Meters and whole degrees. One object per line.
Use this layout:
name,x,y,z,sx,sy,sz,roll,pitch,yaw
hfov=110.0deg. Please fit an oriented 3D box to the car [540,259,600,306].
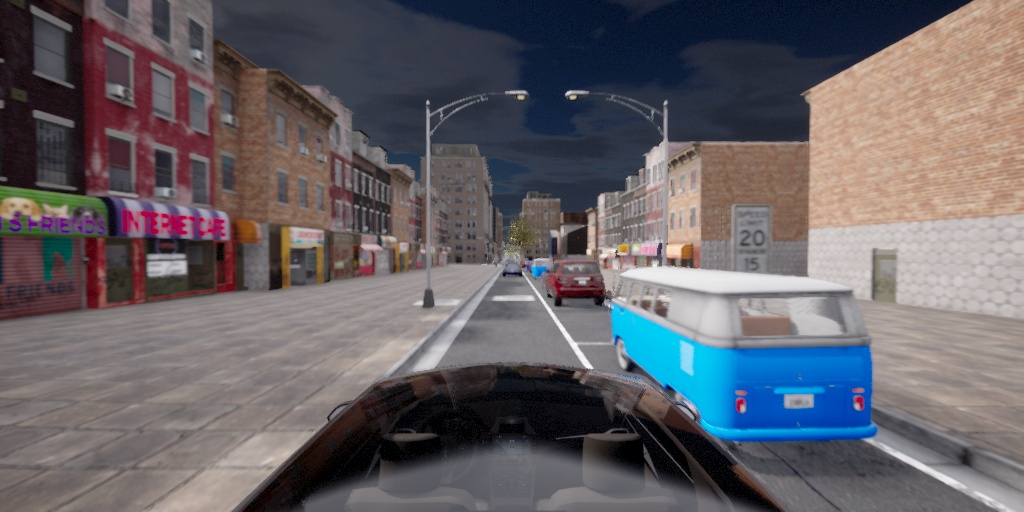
car,2.638,1.067,15.707,2.192,1.841,5.009,0,0,0

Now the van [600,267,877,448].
van,2.637,1.089,5.126,1.690,1.789,3.998,0,0,0

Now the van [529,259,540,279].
van,2.639,1.129,31.576,1.690,1.789,3.998,0,0,0

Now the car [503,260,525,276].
car,0.061,1.372,37.272,1.994,1.385,4.181,0,0,0

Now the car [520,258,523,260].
car,0.032,1.350,48.173,2.128,1.511,4.902,0,0,1

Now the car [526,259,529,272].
car,3.026,1.362,43.644,1.812,1.442,4.674,0,0,0

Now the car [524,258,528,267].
car,3.018,1.350,50.647,1.882,1.535,5.008,0,0,0

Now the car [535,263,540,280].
car,2.638,1.312,20.995,2.007,1.370,4.403,0,0,0
